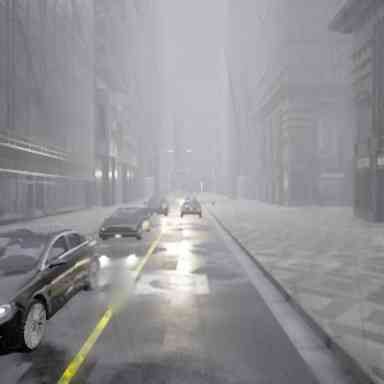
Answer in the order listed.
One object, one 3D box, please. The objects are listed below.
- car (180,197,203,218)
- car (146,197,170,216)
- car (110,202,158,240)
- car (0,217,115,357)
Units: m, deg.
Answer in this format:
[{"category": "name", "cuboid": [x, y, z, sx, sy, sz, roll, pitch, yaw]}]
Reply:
[{"category": "car", "cuboid": [-0.053, 1.420, 28.792, 2.033, 1.411, 5.357, 0, 0, 0]}, {"category": "car", "cuboid": [-3.127, 1.219, 30.240, 2.097, 1.767, 4.553, 0, 0, 0]}, {"category": "car", "cuboid": [-3.159, 1.483, 16.844, 2.033, 1.411, 5.357, 0, 0, 0]}, {"category": "car", "cuboid": [-3.121, 1.476, 6.192, 2.128, 1.511, 4.902, 0, 0, 0]}]
